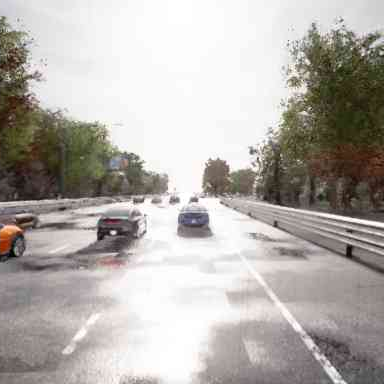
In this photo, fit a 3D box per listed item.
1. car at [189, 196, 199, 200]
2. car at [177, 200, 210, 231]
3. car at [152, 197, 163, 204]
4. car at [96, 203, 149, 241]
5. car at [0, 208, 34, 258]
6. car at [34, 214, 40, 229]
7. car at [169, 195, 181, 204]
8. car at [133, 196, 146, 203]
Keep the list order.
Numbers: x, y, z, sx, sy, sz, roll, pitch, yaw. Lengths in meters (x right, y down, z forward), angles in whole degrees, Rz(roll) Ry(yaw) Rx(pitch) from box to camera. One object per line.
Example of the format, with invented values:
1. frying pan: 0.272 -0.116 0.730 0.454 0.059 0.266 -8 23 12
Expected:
1. car: 0.446 1.569 67.238 1.837 1.490 4.892 0 0 3
2. car: 0.096 1.496 20.923 1.882 1.535 5.008 0 0 0
3. car: -6.913 1.626 66.580 1.994 1.385 4.181 0 0 0
4. car: -3.402 1.518 16.819 1.837 1.490 4.892 0 0 0
5. car: -6.903 1.359 9.870 2.097 1.767 4.553 0 0 0
6. car: -10.404 1.579 18.994 1.994 1.385 4.181 0 0 0
7. car: -3.414 1.415 66.902 2.097 1.767 4.553 0 0 0
8. car: -10.415 1.553 66.088 2.128 1.511 4.902 0 0 0
